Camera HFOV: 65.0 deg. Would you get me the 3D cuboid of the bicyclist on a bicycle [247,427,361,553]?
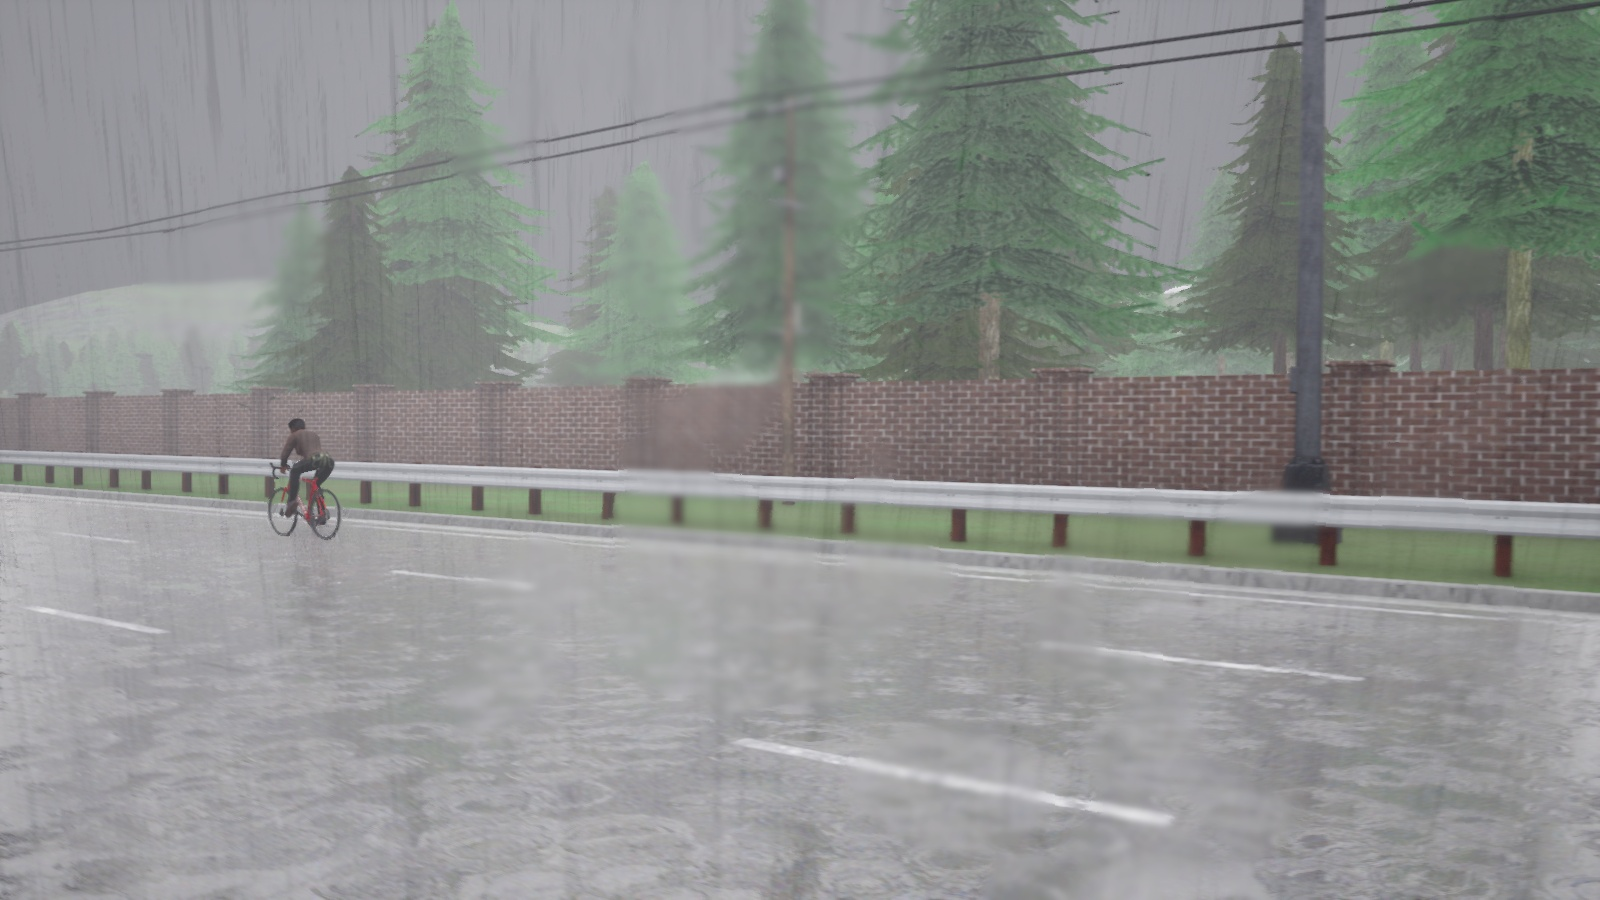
[{"bbox_3d":[-6.695,0.517,16.918,1.656,1.620,0.582,0,1,35],"label":"bicyclist on a bicycle"}]
